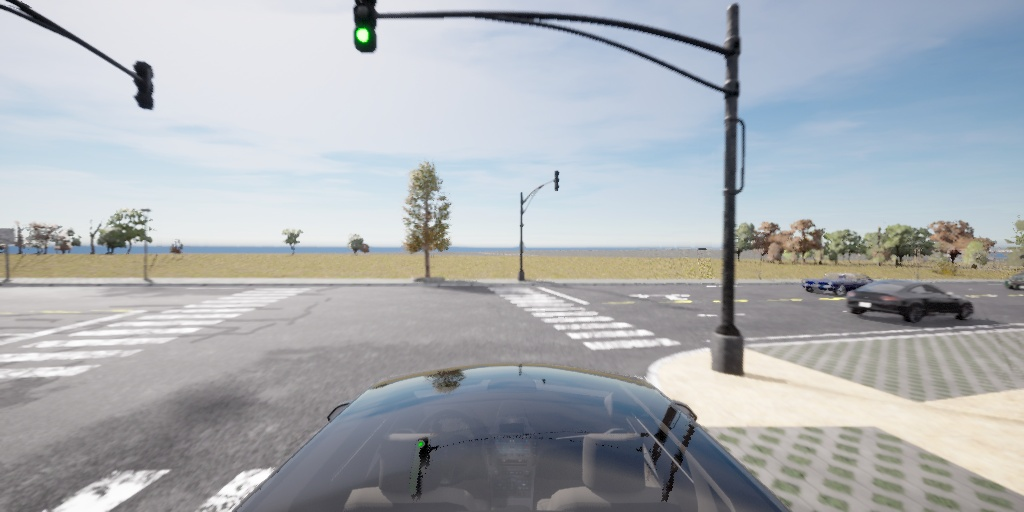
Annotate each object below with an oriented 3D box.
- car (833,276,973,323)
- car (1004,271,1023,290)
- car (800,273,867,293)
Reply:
[{"bbox_3d":[15.094,1.652,13.704,4.674,1.442,1.812,1,1,-15],"label":"car"},{"bbox_3d":[41.350,1.858,28.166,4.553,1.767,2.097,1,1,-17],"label":"car"},{"bbox_3d":[20.274,1.702,22.008,4.718,1.301,1.895,1,1,-16],"label":"car"}]
